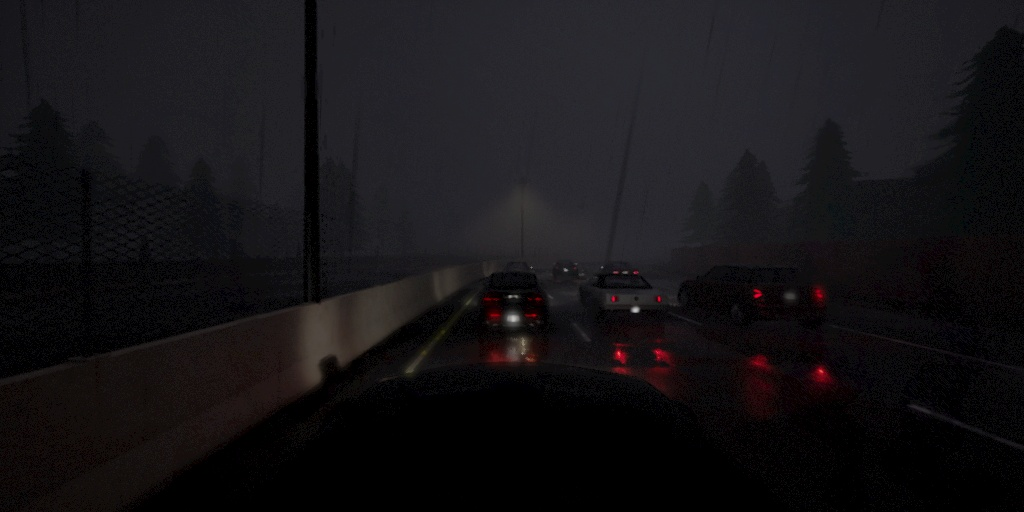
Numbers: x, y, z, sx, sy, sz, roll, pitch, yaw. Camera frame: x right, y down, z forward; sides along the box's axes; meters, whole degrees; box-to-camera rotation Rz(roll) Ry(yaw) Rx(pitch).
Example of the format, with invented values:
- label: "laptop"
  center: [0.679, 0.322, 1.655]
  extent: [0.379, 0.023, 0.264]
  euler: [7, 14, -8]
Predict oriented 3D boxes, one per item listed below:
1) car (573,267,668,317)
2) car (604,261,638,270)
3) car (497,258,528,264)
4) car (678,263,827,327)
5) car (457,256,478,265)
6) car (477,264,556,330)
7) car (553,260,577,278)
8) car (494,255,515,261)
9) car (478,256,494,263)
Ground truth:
- label: "car"
  center: [3.565, 1.237, 12.521]
  extent: [1.895, 1.301, 4.718]
  euler: [0, 1, 0]
- label: "car"
  center: [7.397, 1.054, 24.911]
  extent: [2.033, 1.411, 5.357]
  euler: [0, 1, 5]
- label: "car"
  center: [0.396, 1.052, 25.108]
  extent: [2.033, 1.411, 5.357]
  euler: [0, 1, 5]
- label: "car"
  center: [7.055, 1.004, 11.184]
  extent: [2.097, 1.767, 4.553]
  euler: [0, 1, 0]
- label: "car"
  center: [-6.767, 0.711, 57.414]
  extent: [2.033, 1.411, 5.357]
  euler: [0, 1, 21]
- label: "car"
  center: [0.051, 1.161, 10.693]
  extent: [1.837, 1.490, 4.892]
  euler: [0, 1, 0]
- label: "car"
  center: [4.339, 1.027, 28.954]
  extent: [1.994, 1.385, 4.181]
  euler: [0, 1, 7]
- label: "car"
  center: [-0.589, 0.728, 53.749]
  extent: [1.812, 1.442, 4.674]
  euler: [0, 1, 20]
- label: "car"
  center: [-2.954, 0.655, 57.393]
  extent: [2.128, 1.511, 4.902]
  euler: [0, 1, 22]
